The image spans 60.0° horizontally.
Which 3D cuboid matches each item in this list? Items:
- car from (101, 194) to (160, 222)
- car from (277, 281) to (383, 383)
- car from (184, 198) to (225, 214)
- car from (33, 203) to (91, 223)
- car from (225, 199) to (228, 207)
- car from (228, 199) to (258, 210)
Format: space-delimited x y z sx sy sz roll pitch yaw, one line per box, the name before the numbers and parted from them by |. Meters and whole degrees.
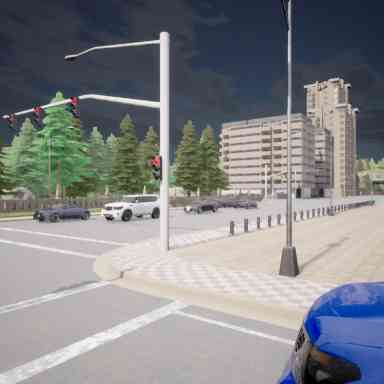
car | -4.720 1.221 27.217 2.150 2.045 5.566 0 0 35
car | 3.280 1.221 1.626 5.566 2.045 2.150 0 0 36
car | 1.045 1.491 35.296 2.128 1.511 4.902 0 0 36
car | -10.013 1.564 25.824 1.994 1.385 4.181 0 0 36
car | 3.790 1.547 45.155 2.033 1.411 5.357 0 0 36
car | 6.954 1.564 43.552 1.994 1.385 4.181 0 0 36
